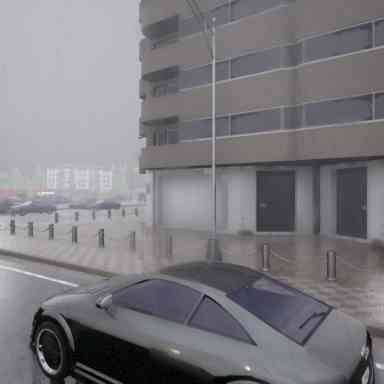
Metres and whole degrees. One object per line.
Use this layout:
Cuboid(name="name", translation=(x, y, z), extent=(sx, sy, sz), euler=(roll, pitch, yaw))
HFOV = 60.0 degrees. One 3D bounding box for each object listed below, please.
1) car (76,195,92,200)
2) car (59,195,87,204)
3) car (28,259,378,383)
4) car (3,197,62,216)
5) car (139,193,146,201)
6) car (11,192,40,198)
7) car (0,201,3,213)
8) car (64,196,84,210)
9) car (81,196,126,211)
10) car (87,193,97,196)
Cuboid(name="car", translation=(-29.125, 1.451, 89.800), extent=(1.970, 1.475, 3.806), euler=(0, 0, 35))
Cuboid(name="car", translation=(-22.913, 1.451, 64.145), extent=(1.970, 1.475, 3.806), euler=(0, 0, 35))
Cuboid(name="car", translation=(-0.122, 1.564, 4.068), extent=(4.181, 1.385, 1.994), euler=(0, 0, 35))
Cuboid(name="car", translation=(-16.007, 1.581, 33.572), extent=(1.812, 1.442, 4.674), euler=(0, 0, 35))
Cuboid(name="car", translation=(-10.671, 1.211, 76.895), extent=(1.905, 1.878, 3.866), euler=(0, 0, 35))
Cuboid(name="car", translation=(-36.801, 1.209, 73.771), extent=(1.932, 1.855, 4.605), euler=(0, 0, 35))
Cuboid(name="car", translation=(-20.075, 1.603, 33.889), extent=(2.033, 1.411, 5.357), euler=(0, 0, 35))
Cuboid(name="car", translation=(-13.391, 1.603, 43.498), extent=(2.033, 1.411, 5.357), euler=(0, 0, 35))
Cuboid(name="car", translation=(-10.840, 1.581, 41.017), extent=(1.812, 1.442, 4.674), euler=(0, 0, 35))
Cuboid(name="car", translation=(-26.761, 1.211, 88.129), extent=(1.905, 1.878, 3.866), euler=(0, 0, 35))
